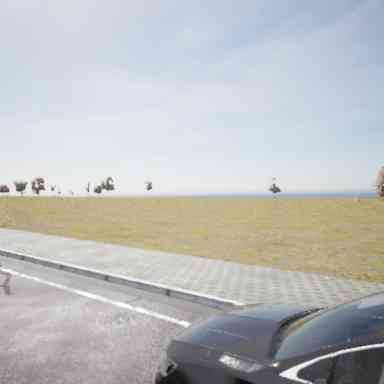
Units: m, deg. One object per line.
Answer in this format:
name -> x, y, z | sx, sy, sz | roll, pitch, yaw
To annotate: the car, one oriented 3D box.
car -> 1.898, 1.509, 2.348 | 4.892, 1.490, 1.837 | 0, 0, 35
